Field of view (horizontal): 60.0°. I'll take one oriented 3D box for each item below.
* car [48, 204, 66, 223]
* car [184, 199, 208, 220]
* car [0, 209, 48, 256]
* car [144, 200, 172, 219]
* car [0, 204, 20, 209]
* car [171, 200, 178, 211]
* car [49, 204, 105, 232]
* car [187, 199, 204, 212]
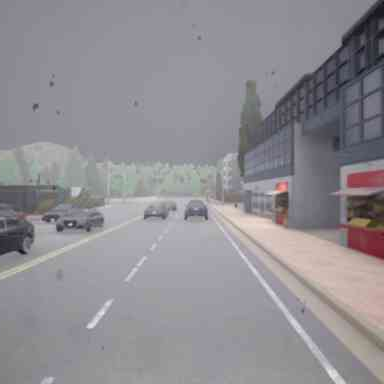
[{"bbox_3d":[-10.303,1.688,27.393,2.033,1.411,5.357,0,0,1],"label":"car"},{"bbox_3d":[0.371,1.519,30.583,2.097,1.767,4.553,0,0,1],"label":"car"},{"bbox_3d":[-6.987,1.546,10.926,2.128,1.511,4.902,0,0,1],"label":"car"},{"bbox_3d":[-3.212,1.728,30.605,1.994,1.385,4.181,0,0,1],"label":"car"},{"bbox_3d":[-10.440,1.437,17.121,2.097,1.767,4.553,0,0,1],"label":"car"},{"bbox_3d":[-3.036,1.803,44.476,1.994,1.385,4.181,0,0,1],"label":"car"},{"bbox_3d":[-6.883,1.672,20.885,1.994,1.385,4.181,0,0,1],"label":"car"},{"bbox_3d":[0.467,1.735,44.638,2.128,1.511,4.902,0,0,1],"label":"car"}]
